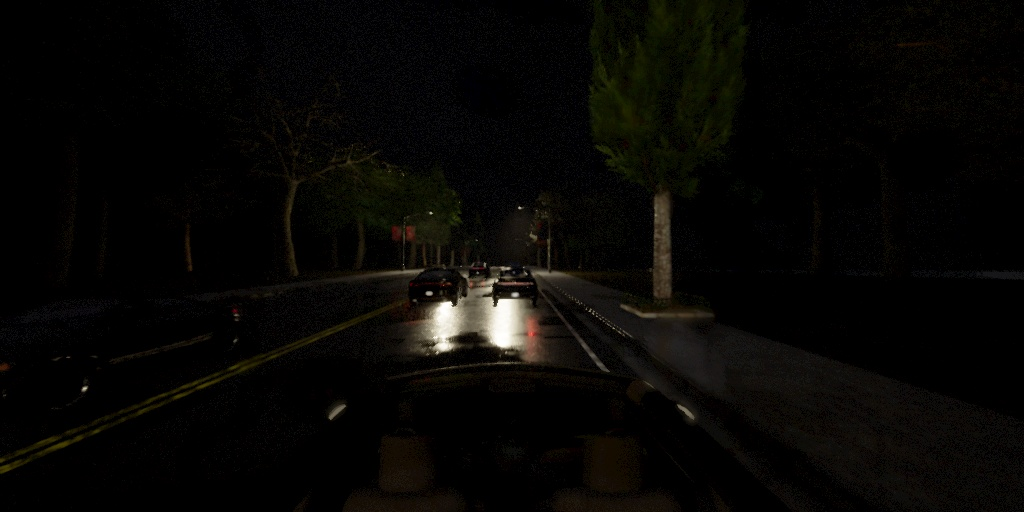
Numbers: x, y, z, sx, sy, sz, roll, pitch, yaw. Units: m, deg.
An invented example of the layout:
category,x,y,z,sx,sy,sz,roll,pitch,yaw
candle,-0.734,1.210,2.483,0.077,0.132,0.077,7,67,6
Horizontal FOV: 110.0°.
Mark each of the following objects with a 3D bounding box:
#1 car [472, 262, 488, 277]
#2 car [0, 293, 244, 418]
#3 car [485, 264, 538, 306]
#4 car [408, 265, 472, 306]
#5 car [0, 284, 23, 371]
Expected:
category,x,y,z,sx,sy,sz,roll,pitch,yaw
car,-3.088,1.340,34.872,2.128,1.511,4.902,0,0,0
car,-6.595,1.317,5.753,1.994,1.385,4.181,0,0,0
car,0.126,1.281,16.110,2.128,1.511,4.902,0,0,0
car,-3.123,1.263,15.999,1.882,1.535,5.008,0,0,0
car,-9.848,1.251,4.092,1.837,1.490,4.892,0,0,0
